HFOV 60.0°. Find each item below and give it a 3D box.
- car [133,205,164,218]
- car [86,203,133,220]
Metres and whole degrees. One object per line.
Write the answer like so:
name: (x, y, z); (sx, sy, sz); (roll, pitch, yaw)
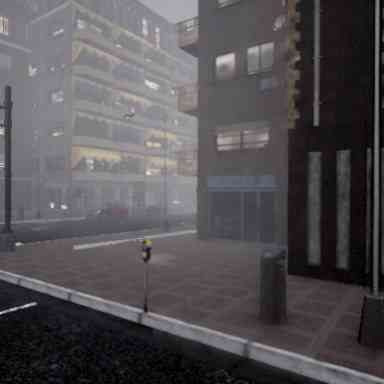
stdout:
car: (-4.763, 2.047, 36.214); (1.802, 1.307, 4.206); (-1, -1, 35)
car: (-8.002, 1.804, 31.559); (1.967, 1.590, 4.097); (-1, -1, 35)
